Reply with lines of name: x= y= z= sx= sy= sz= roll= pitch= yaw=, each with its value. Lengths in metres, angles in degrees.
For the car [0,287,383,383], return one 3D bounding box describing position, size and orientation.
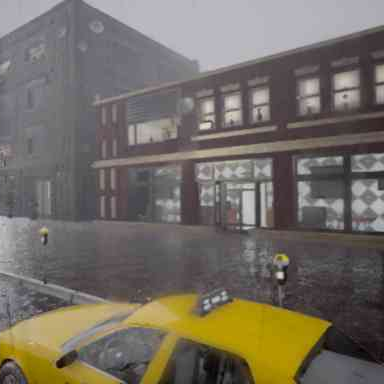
car: x=-0.054 y=1.525 z=2.927 sx=4.829 sy=1.417 sz=1.752 roll=0 pitch=-1 yaw=35
